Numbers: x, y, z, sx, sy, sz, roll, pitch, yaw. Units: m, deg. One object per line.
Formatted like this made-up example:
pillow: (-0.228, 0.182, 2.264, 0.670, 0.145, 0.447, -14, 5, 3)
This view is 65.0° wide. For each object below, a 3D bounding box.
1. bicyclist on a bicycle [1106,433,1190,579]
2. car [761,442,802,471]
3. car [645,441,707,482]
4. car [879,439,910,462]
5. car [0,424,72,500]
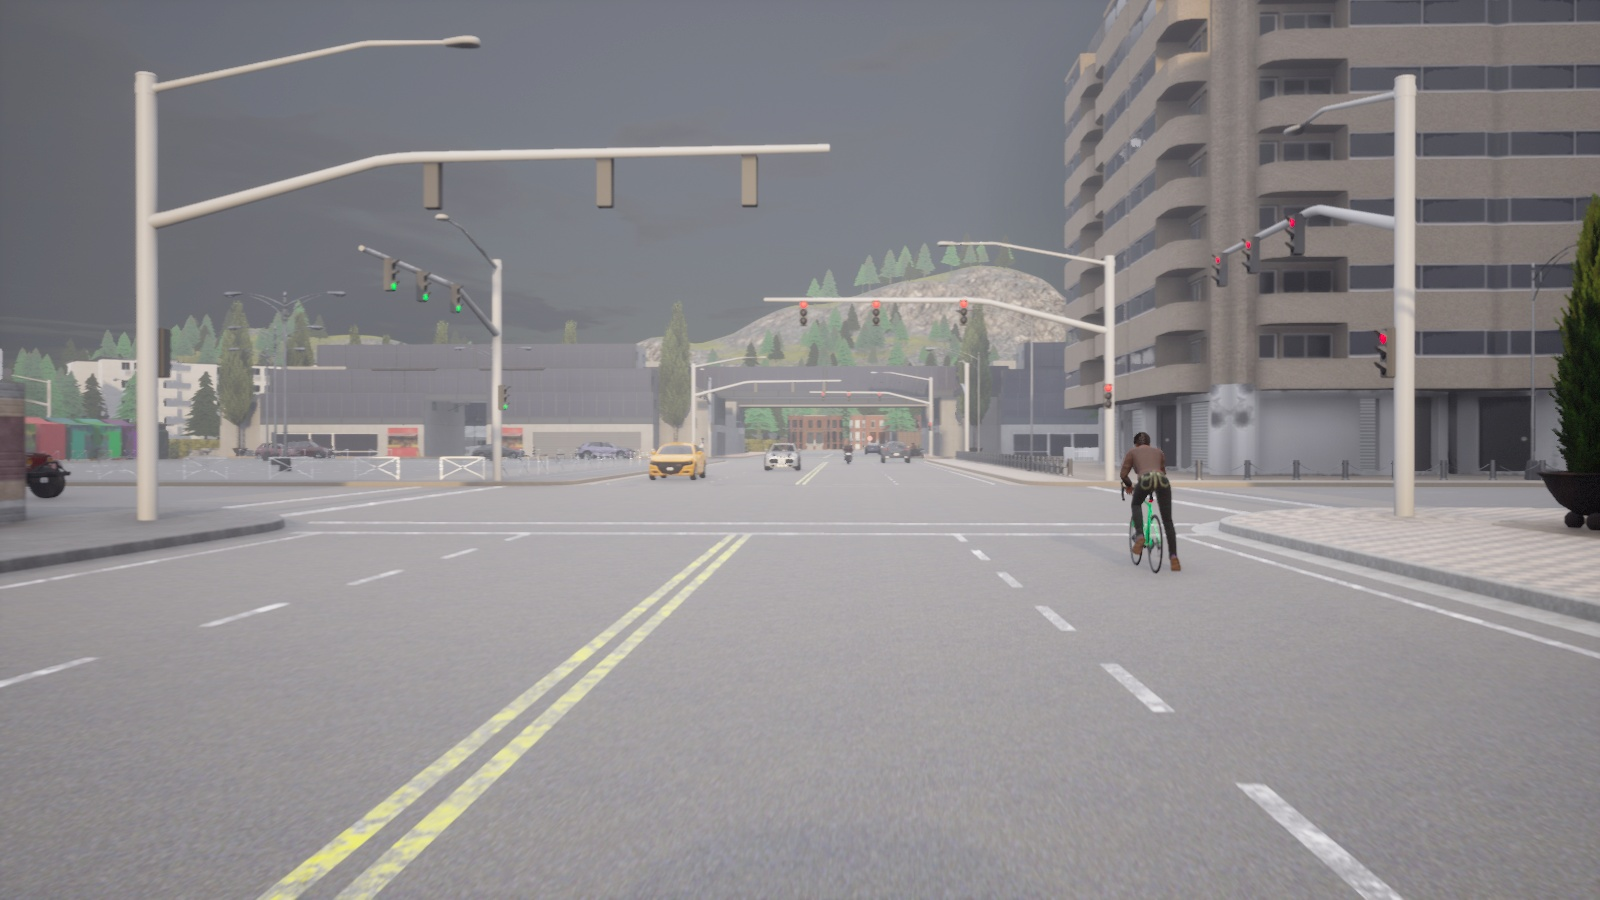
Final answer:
bicyclist on a bicycle: (4.059, 0.621, 14.757, 0.582, 1.620, 1.656, 0, 0, 2)
car: (-0.966, 0.331, 67.435, 1.970, 1.475, 3.806, 0, 0, 2)
car: (-5.059, 0.427, 51.711, 1.882, 1.535, 5.008, 0, 1, 2)
car: (7.028, 0.005, 93.732, 2.152, 1.651, 5.027, 0, 0, 2)
car: (-20.909, 0.283, 31.790, 3.866, 1.878, 1.905, 0, 0, 2)
